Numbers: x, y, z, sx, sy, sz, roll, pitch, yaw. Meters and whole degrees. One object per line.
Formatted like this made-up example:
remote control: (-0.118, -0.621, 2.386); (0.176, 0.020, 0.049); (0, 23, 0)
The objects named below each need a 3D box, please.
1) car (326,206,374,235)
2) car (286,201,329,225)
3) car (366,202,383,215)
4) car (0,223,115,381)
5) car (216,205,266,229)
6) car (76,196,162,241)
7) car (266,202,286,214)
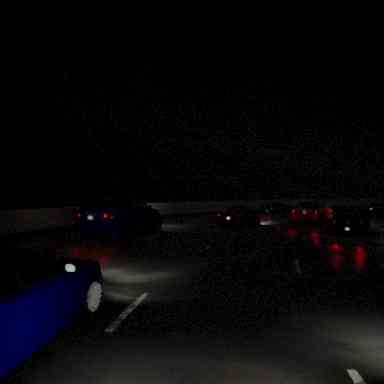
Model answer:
car: (9.510, 1.704, 19.842); (1.895, 1.301, 4.718); (0, 0, 30)
car: (9.181, 1.464, 25.271); (2.097, 1.767, 4.553); (0, 0, 35)
car: (20.338, 1.772, 36.126); (4.181, 1.385, 1.994); (0, 0, -39)
car: (-2.842, 1.469, 4.477); (1.882, 1.535, 5.008); (0, 0, 6)
car: (3.284, 1.634, 22.744); (1.994, 1.385, 4.181); (0, 0, 29)
car: (-3.542, 1.236, 17.198); (2.150, 2.045, 5.566); (0, 0, 21)
car: (9.543, 1.740, 36.535); (4.718, 1.301, 1.895); (0, 0, -43)
